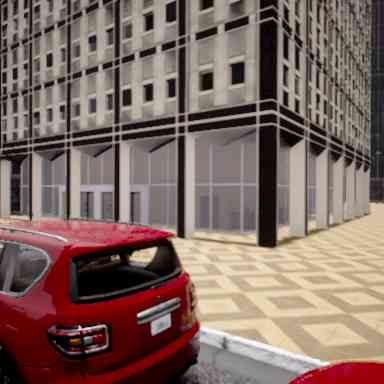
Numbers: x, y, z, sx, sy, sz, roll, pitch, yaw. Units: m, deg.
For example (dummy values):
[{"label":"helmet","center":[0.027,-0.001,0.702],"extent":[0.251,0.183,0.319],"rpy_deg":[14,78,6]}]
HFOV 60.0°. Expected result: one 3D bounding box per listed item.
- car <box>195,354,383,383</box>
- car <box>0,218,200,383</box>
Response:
[{"label":"car","center":[2.406,1.553,1.157],"extent":[4.507,1.381,1.887],"rpy_deg":[0,0,36]},{"label":"car","center":[-2.230,1.288,4.464],"extent":[5.009,1.841,2.192],"rpy_deg":[0,0,36]}]
